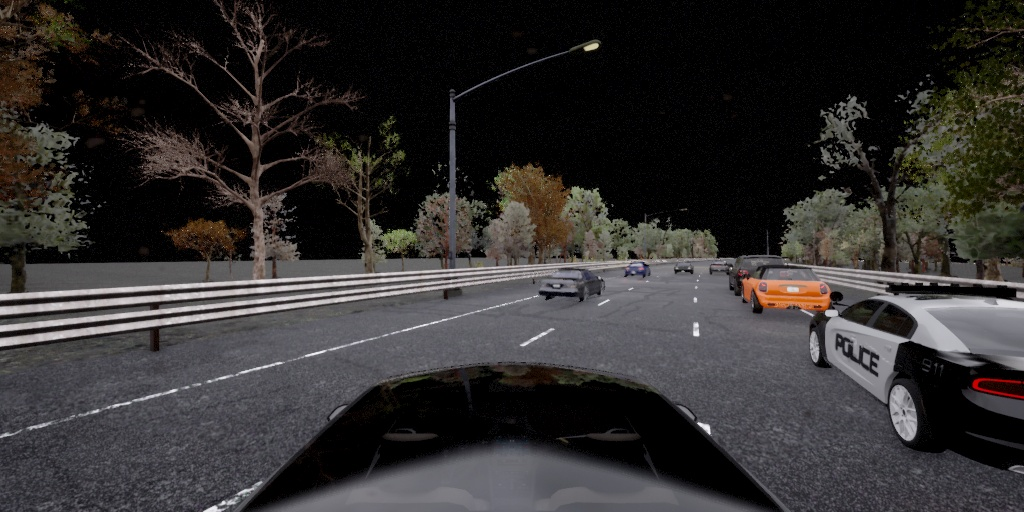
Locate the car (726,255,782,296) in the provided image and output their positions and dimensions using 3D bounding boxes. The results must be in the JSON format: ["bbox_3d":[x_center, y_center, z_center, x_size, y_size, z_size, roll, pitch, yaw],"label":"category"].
[{"bbox_3d":[12.761,0.978,18.755,2.150,2.045,5.566,0,0,28],"label":"car"}]

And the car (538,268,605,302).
[{"bbox_3d":[3.007,1.298,17.167,2.033,1.411,5.357,0,0,27],"label":"car"}]

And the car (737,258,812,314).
[{"bbox_3d":[10.015,1.102,13.438,2.097,1.767,4.553,0,0,27],"label":"car"}]

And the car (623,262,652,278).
[{"bbox_3d":[12.018,1.286,34.225,1.812,1.442,4.674,0,0,28],"label":"car"}]

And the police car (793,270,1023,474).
[{"bbox_3d":[5.637,1.175,4.743,1.930,1.638,5.238,0,0,26],"label":"police car"}]

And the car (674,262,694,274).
[{"bbox_3d":[19.546,1.369,40.643,1.895,1.301,4.718,0,0,29],"label":"car"}]

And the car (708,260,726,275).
[{"bbox_3d":[22.675,1.261,39.231,2.128,1.511,4.902,0,0,30],"label":"car"}]
